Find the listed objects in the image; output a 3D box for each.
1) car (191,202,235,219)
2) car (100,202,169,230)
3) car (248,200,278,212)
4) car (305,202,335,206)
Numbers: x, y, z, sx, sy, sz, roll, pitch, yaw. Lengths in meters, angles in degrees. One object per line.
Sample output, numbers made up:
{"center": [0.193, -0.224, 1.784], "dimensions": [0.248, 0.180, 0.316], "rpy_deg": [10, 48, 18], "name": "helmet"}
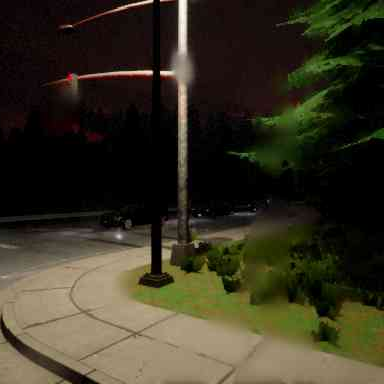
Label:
{"center": [1.884, 1.574, 29.011], "dimensions": [1.895, 1.301, 4.718], "rpy_deg": [0, 0, 35], "name": "car"}
{"center": [-3.545, 1.451, 21.162], "dimensions": [1.882, 1.535, 5.008], "rpy_deg": [0, 0, 35], "name": "car"}
{"center": [8.110, 1.574, 37.839], "dimensions": [1.895, 1.301, 4.718], "rpy_deg": [0, 0, 36], "name": "car"}
{"center": [16.379, 1.195, 42.928], "dimensions": [2.150, 2.045, 5.566], "rpy_deg": [0, 0, 36], "name": "car"}
